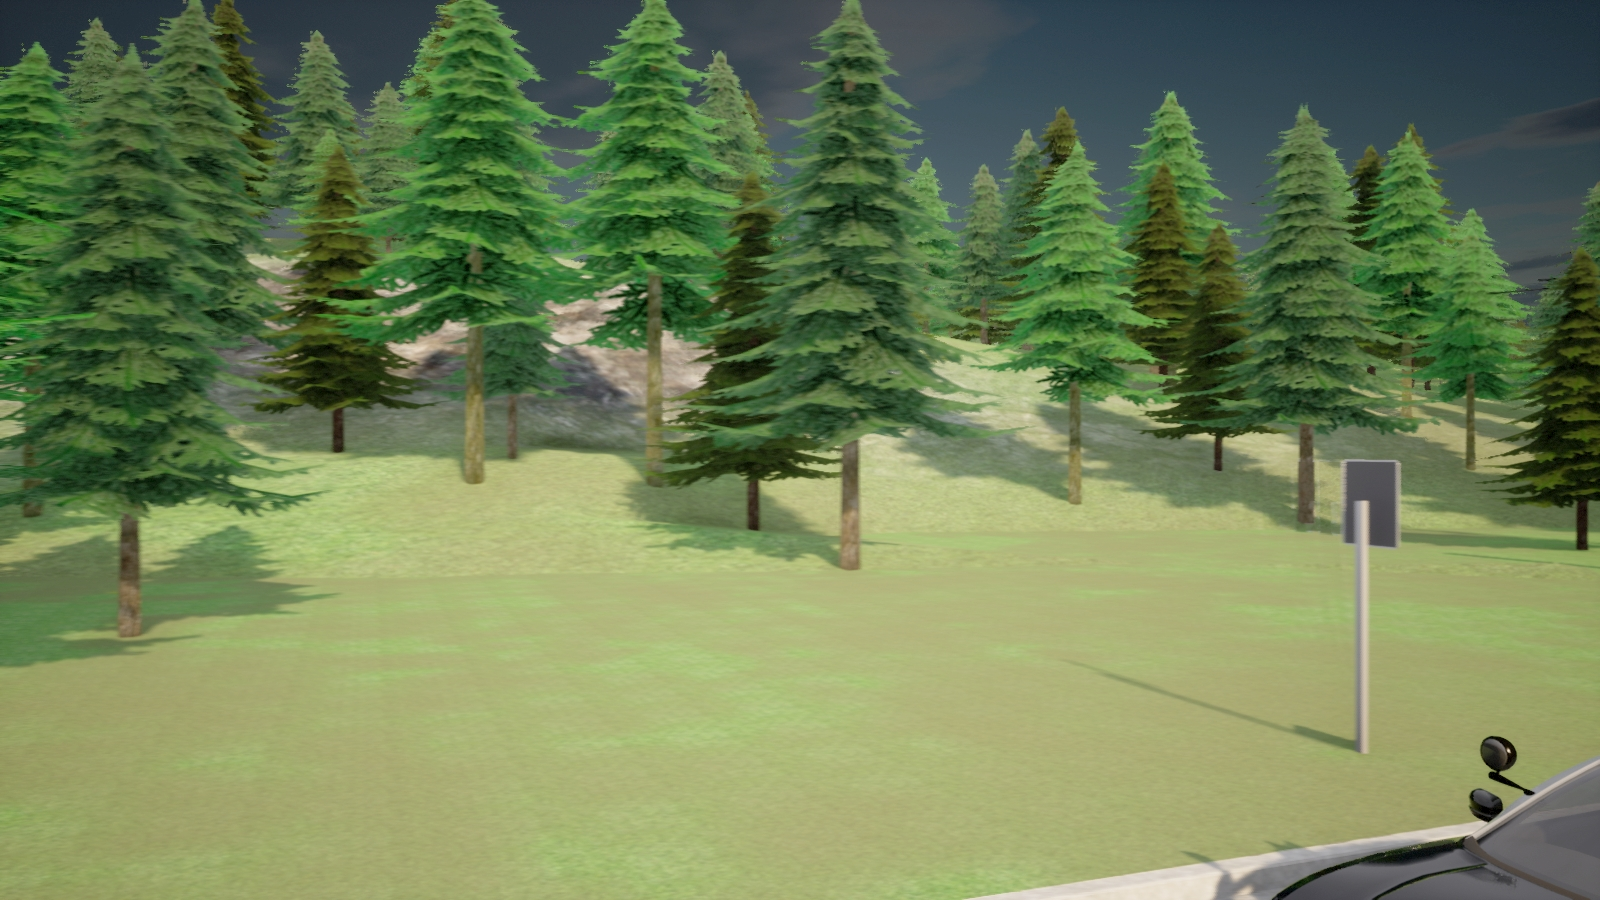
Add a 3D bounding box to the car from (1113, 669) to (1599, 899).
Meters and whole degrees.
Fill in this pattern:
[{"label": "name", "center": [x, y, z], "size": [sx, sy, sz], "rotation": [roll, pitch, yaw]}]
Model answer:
[{"label": "car", "center": [4.200, 1.982, 4.937], "size": [5.238, 1.638, 2.097], "rotation": [0, 0, -20]}]
